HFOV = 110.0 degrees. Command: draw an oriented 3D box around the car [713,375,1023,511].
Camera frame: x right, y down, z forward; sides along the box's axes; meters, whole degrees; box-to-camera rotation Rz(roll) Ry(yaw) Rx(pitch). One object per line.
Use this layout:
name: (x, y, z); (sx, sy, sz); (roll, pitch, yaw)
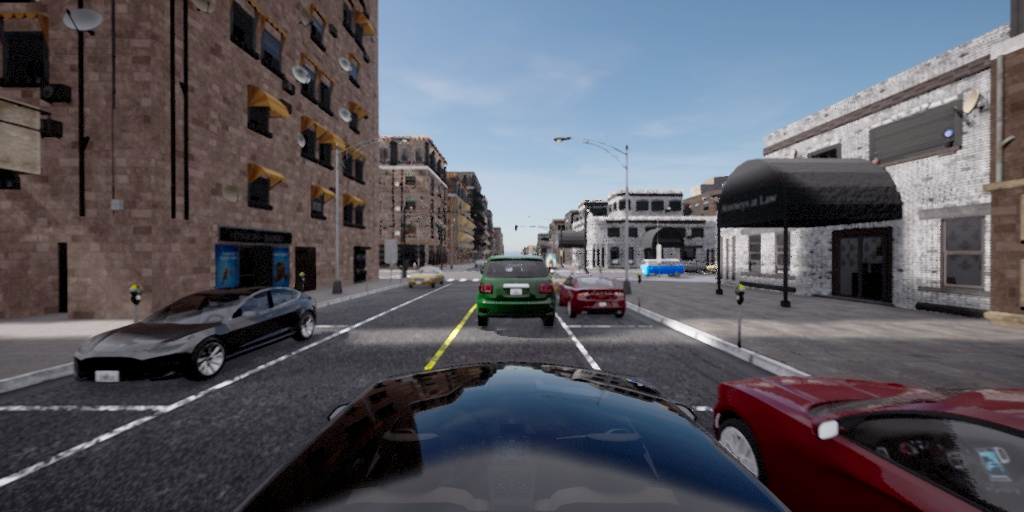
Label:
car: (2.688, 1.295, 1.504); (1.888, 1.381, 4.507); (0, 0, 0)

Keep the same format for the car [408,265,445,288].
car: (-5.662, 1.300, 24.138); (1.751, 1.417, 4.829); (0, 0, 0)

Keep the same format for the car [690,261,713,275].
car: (19.529, 1.327, 40.860); (4.902, 1.511, 2.128); (0, 0, 0)

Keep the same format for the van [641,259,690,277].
van: (14.699, 1.198, 35.046); (3.998, 1.789, 1.690); (0, 0, 0)

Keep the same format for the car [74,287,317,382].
car: (-5.685, 1.320, 7.218); (1.948, 1.339, 4.313); (0, 0, 0)

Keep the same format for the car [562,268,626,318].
car: (2.704, 1.306, 12.898); (1.888, 1.381, 4.507); (0, 0, 0)

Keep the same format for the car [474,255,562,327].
car: (0.109, 0.983, 11.661); (2.150, 2.045, 5.566); (0, 0, 0)

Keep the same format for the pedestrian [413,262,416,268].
pedestrian: (-12.572, 1.256, 46.201); (0.500, 1.100, 0.500); (0, 0, 0)

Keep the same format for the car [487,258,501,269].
car: (-2.991, 1.189, 59.937); (2.097, 1.767, 4.553); (0, 0, 0)

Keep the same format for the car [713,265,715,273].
car: (25.539, 1.363, 43.492); (4.829, 1.417, 1.751); (0, 0, 0)
